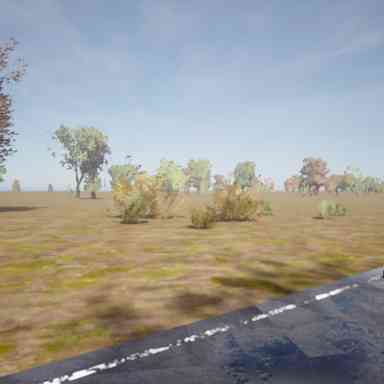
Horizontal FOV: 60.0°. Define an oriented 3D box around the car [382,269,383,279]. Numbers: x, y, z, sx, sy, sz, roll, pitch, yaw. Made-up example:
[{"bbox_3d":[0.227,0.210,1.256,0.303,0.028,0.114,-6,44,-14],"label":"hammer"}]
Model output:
[{"bbox_3d":[6.617,1.604,8.458,4.181,1.385,1.994,0,0,-38],"label":"car"}]
